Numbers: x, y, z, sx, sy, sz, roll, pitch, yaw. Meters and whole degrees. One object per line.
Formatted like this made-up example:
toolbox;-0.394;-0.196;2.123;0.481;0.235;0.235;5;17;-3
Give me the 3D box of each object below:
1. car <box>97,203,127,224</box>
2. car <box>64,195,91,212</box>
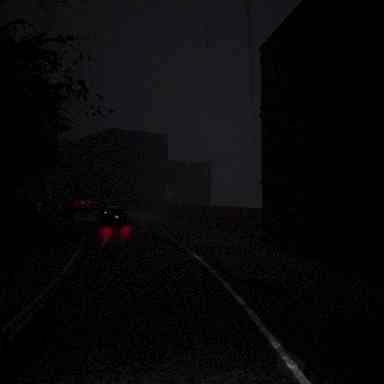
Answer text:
car;-6.203;1.590;25.701;1.812;1.442;4.674;0;0;-22
car;-14.132;1.374;40.909;2.150;2.045;5.566;0;0;-33
